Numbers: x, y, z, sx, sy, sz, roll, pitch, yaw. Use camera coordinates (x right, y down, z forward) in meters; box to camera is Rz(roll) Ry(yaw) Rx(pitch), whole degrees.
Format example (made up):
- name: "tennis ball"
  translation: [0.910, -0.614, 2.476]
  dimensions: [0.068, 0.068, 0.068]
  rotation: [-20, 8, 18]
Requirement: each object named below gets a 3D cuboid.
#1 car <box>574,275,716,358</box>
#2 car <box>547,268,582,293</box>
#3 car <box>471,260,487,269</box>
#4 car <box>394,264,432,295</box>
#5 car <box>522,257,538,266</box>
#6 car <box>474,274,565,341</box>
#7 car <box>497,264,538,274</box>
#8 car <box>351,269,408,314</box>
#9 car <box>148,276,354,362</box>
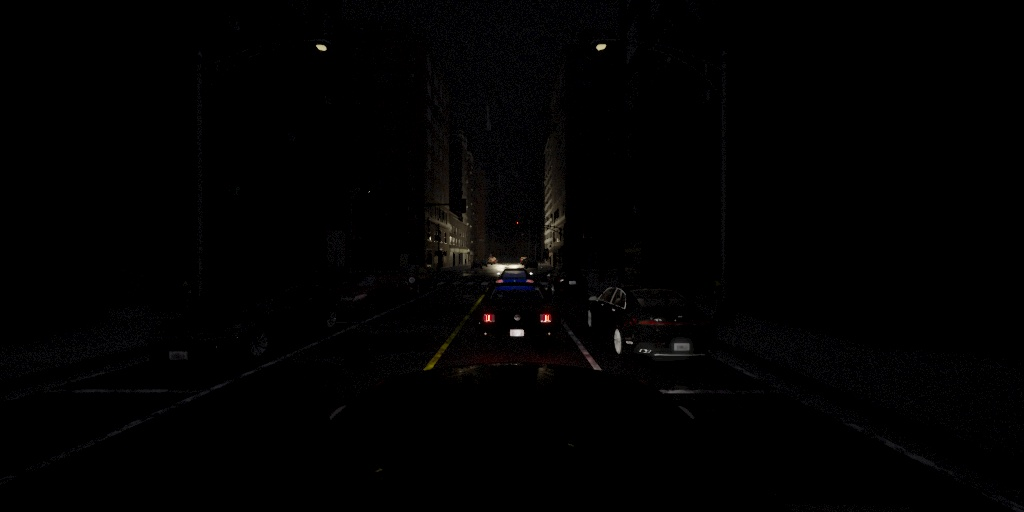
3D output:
- name: "car"
  translation: [2.875, 1.300, 8.234]
  dimensions: [2.007, 1.370, 4.403]
  rotation: [0, 0, 0]
- name: "car"
  translation: [2.907, 1.316, 19.236]
  dimensions: [1.948, 1.339, 4.313]
  rotation: [0, 0, 0]
- name: "car"
  translation: [-5.475, 1.367, 56.363]
  dimensions: [1.802, 1.307, 4.207]
  rotation: [0, 0, 0]
- name: "car"
  translation: [-5.618, 1.190, 19.261]
  dimensions: [1.967, 1.591, 4.097]
  rotation: [0, 0, 0]
- name: "car"
  translation: [3.050, 1.225, 56.325]
  dimensions: [1.967, 1.591, 4.097]
  rotation: [0, 0, 0]
- name: "car"
  translation: [0.118, 1.351, 9.858]
  dimensions: [1.895, 1.301, 4.718]
  rotation: [0, 0, 0]
- name: "car"
  translation: [0.145, 1.314, 18.617]
  dimensions: [1.994, 1.385, 4.181]
  rotation: [0, 0, 1]
- name: "car"
  translation: [-5.635, 1.332, 13.760]
  dimensions: [1.802, 1.307, 4.207]
  rotation: [0, 0, 0]
- name: "car"
  translation: [-5.650, 1.315, 8.258]
  dimensions: [1.948, 1.339, 4.313]
  rotation: [0, 0, 0]
